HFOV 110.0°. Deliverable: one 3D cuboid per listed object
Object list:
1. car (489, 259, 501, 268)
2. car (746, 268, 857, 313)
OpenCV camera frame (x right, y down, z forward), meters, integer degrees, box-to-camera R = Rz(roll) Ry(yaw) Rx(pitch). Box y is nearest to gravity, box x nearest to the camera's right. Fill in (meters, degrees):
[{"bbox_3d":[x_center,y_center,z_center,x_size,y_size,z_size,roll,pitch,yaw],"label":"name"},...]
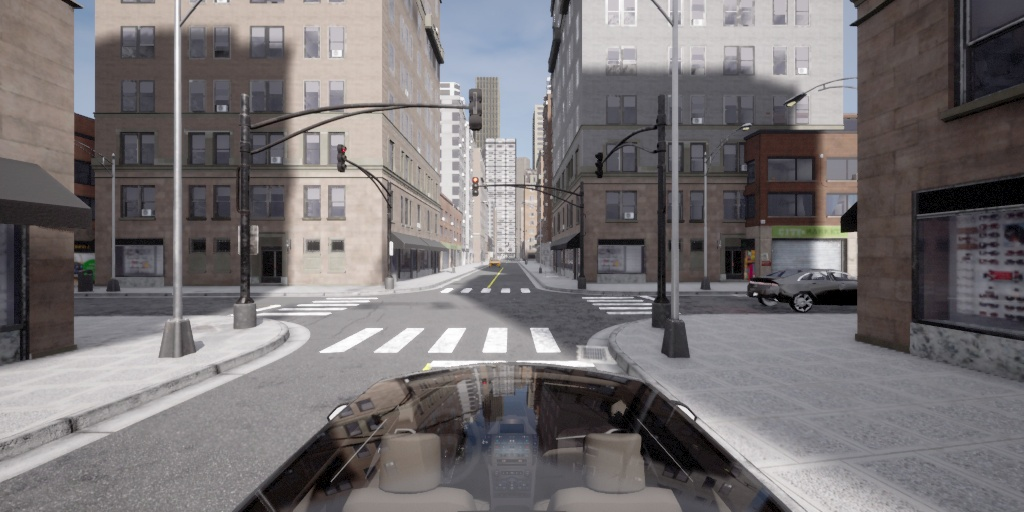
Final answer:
[{"bbox_3d":[-2.993,1.208,62.949,1.882,1.535,5.008,0,0,0],"label":"car"},{"bbox_3d":[11.429,1.209,13.264,4.902,1.511,2.128,0,0,0],"label":"car"}]
